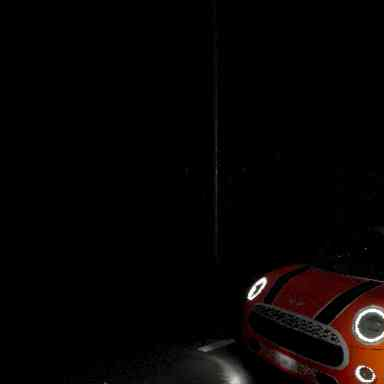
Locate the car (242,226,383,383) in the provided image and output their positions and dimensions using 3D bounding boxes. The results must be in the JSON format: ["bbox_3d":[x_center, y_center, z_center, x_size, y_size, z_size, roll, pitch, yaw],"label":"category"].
[{"bbox_3d":[2.911,1.371,5.144,4.553,1.767,2.097,0,0,-35],"label":"car"}]
